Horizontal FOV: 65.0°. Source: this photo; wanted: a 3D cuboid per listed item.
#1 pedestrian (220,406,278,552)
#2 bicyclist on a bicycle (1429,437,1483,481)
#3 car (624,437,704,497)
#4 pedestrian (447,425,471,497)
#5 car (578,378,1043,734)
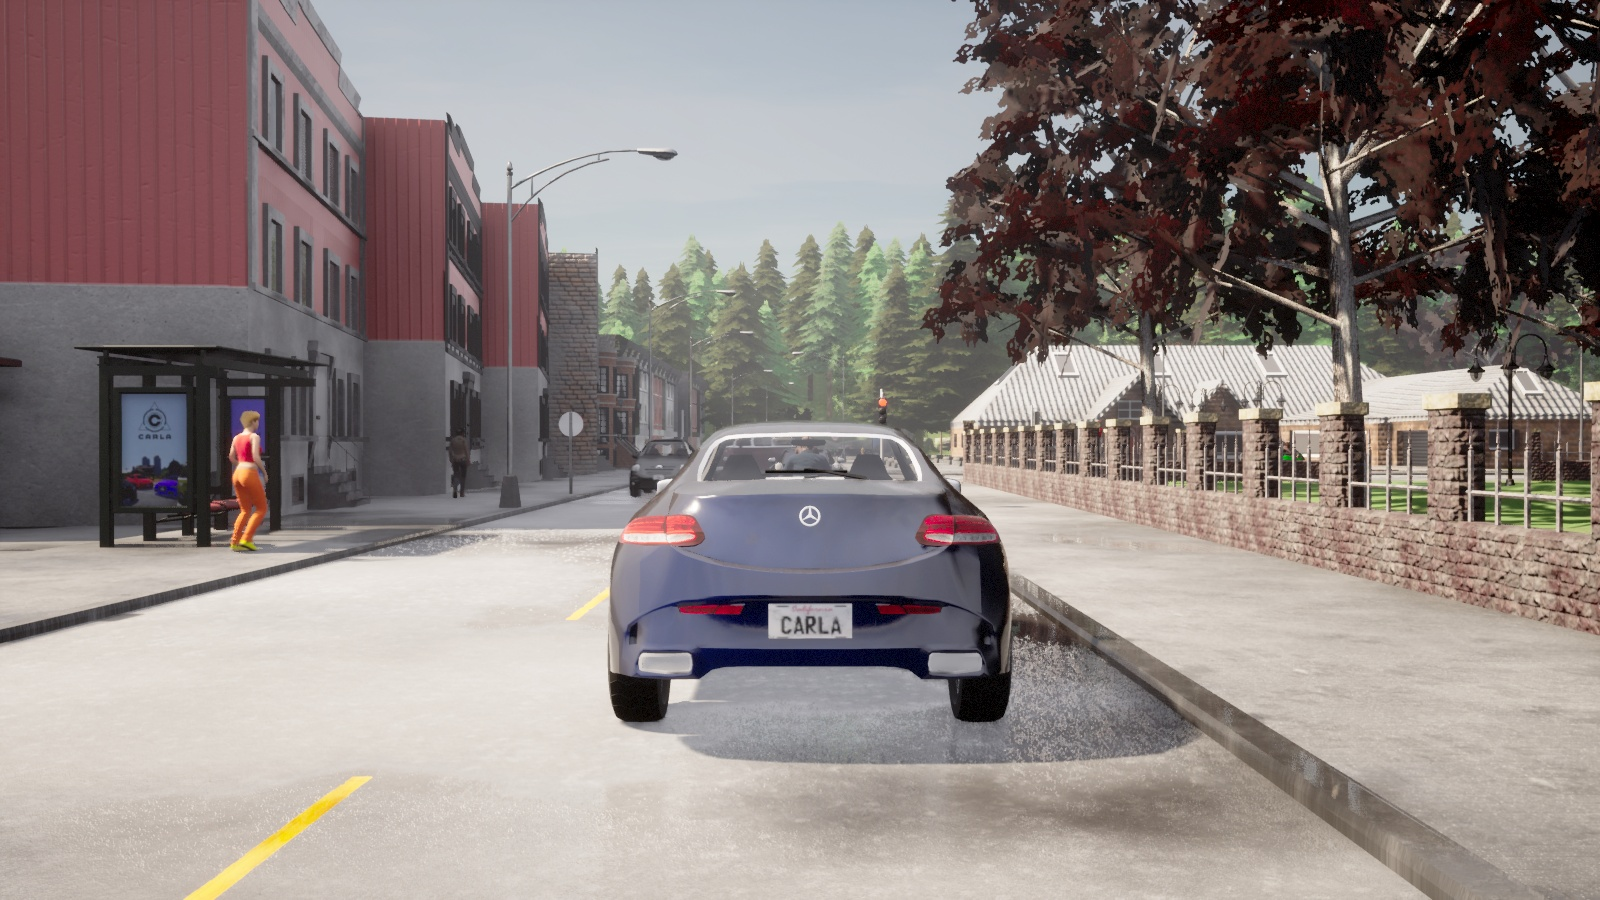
[{"bbox_3d":[-7.082,0.359,16.156,0.345,1.836,0.594,0,0,26],"label":"pedestrian"},{"bbox_3d":[26.748,0.349,51.210,1.843,1.776,0.659,0,0,-1],"label":"bicyclist on a bicycle"},{"bbox_3d":[-3.811,0.439,35.815,1.851,1.617,3.988,0,0,0],"label":"car"},{"bbox_3d":[-8.597,0.270,31.663,0.328,1.805,0.869,0,0,2],"label":"pedestrian"},{"bbox_3d":[0.057,0.478,8.336,2.152,1.651,5.027,0,0,0],"label":"car"}]
